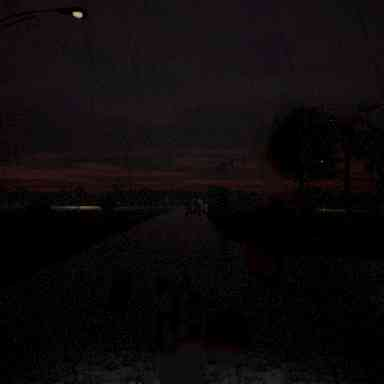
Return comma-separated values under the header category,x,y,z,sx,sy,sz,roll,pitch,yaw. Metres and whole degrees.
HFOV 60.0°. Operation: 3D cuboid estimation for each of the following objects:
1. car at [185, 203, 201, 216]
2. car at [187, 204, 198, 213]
category,x,y,z,sx,sy,sz,roll,pitch,yaw
car,0.090,2.282,45.417,2.097,1.767,4.553,0,-1,0
car,0.087,2.709,55.602,1.812,1.442,4.674,0,-2,0
